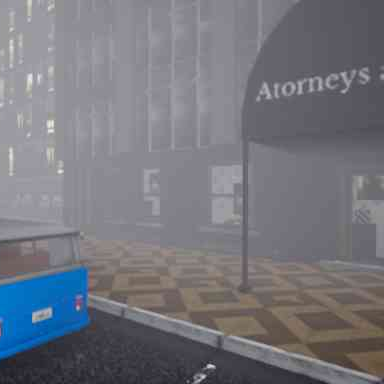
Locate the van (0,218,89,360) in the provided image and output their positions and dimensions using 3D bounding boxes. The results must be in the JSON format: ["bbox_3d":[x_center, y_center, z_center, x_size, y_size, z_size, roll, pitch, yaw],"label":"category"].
[{"bbox_3d":[-3.403,1.313,5.286,3.998,1.788,1.690,0,0,35],"label":"van"}]
